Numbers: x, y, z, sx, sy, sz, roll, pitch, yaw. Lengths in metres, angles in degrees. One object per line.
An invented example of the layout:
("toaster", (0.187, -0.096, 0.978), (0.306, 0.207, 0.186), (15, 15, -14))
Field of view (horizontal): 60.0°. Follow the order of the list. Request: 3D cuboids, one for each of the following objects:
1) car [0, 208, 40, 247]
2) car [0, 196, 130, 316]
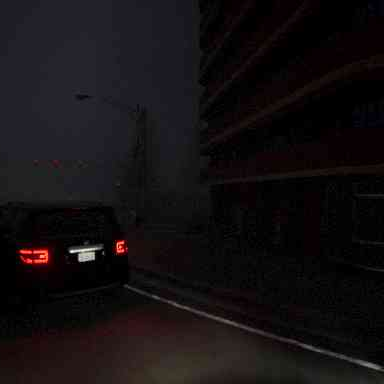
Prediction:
("car", (-8.417, 1.564, 15.842), (1.994, 1.385, 4.181), (0, 0, -26))
("car", (-3.547, 1.221, 7.874), (2.150, 2.045, 5.566), (0, 0, -40))
